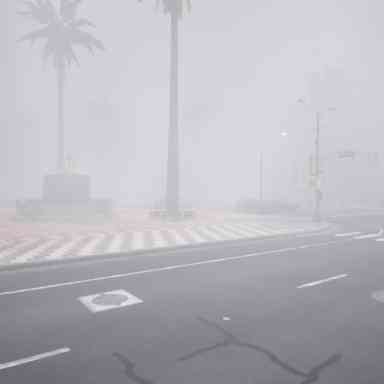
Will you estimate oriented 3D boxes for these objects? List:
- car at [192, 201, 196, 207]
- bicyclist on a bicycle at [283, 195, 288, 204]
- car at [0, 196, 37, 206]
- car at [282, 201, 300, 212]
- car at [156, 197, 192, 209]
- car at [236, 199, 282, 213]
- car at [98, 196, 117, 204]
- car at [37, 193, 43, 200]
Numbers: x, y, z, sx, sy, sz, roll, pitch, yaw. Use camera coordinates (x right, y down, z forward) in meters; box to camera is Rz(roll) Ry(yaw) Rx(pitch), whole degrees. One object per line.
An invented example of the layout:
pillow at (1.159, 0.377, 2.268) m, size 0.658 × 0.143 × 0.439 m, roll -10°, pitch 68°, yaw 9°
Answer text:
car at (-1.717, 1.505, 48.420) m, size 4.892 × 1.490 × 1.837 m, roll 0°, pitch 0°, yaw 25°
bicyclist on a bicycle at (15.278, 1.300, 54.491) m, size 0.582 × 1.620 × 1.656 m, roll 0°, pitch 0°, yaw 42°
car at (-28.646, 1.505, 54.335) m, size 4.892 × 1.490 × 1.837 m, roll 0°, pitch 0°, yaw -14°
car at (9.974, 1.601, 38.462) m, size 1.895 × 1.301 × 4.718 m, roll 0°, pitch 0°, yaw -39°
car at (-2.871, 1.526, 45.149) m, size 4.674 × 1.442 × 1.812 m, roll 0°, pitch 0°, yaw 27°
car at (7.033, 1.505, 36.527) m, size 1.837 × 1.490 × 4.892 m, roll 0°, pitch 0°, yaw -39°
car at (-15.835, 1.491, 59.127) m, size 4.902 × 1.511 × 2.128 m, roll 0°, pitch 0°, yaw 2°
car at (-26.043, 1.221, 58.561) m, size 5.566 × 2.045 × 2.150 m, roll 0°, pitch 0°, yaw -10°
